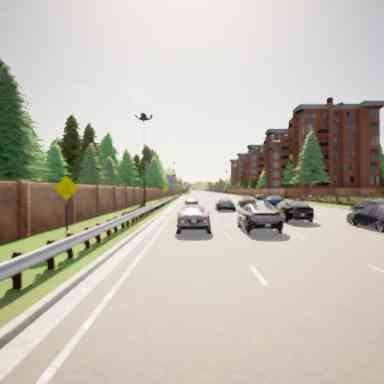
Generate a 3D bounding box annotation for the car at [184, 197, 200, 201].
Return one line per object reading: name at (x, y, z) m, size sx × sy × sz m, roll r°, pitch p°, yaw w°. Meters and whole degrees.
car at (-0.022, 1.280, 40.372) m, size 2.033 × 1.411 × 5.357 m, roll 0°, pitch 0°, yaw 0°

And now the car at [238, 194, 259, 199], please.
car at (6.978, 1.233, 42.694) m, size 1.812 × 1.442 × 4.674 m, roll 0°, pitch 1°, yaw 0°

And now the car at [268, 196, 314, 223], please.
car at (7.089, 1.310, 23.786) m, size 1.882 × 1.535 × 5.008 m, roll 0°, pitch 0°, yaw 0°

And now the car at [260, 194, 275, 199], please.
car at (10.482, 1.180, 42.673) m, size 1.882 × 1.535 × 5.008 m, roll 0°, pitch 1°, yaw 0°

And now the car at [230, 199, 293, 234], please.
car at (3.593, 1.364, 18.176) m, size 2.128 × 1.511 × 4.902 m, roll 0°, pitch 0°, yaw 0°

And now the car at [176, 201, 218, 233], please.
car at (0.092, 1.423, 18.510) m, size 2.033 × 1.411 × 5.357 m, roll 0°, pitch 0°, yaw 0°

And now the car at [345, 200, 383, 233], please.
car at (10.591, 1.410, 18.524) m, size 2.033 × 1.411 × 5.357 m, roll 0°, pitch 0°, yaw 0°

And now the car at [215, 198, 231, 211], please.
car at (3.575, 1.316, 36.797) m, size 1.994 × 1.385 × 4.181 m, roll 0°, pitch 0°, yaw 0°
